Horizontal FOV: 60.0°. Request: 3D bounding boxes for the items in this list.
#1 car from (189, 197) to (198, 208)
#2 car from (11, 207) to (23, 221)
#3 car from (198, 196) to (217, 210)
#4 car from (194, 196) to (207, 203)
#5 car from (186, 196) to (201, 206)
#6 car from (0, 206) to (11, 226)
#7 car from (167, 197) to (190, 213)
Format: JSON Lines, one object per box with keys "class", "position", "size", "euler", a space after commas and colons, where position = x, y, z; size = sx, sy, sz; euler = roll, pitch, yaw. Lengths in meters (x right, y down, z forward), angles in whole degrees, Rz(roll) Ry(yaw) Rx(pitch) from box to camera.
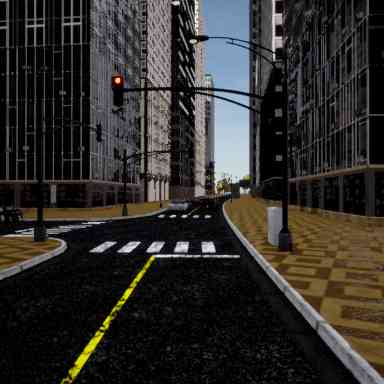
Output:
{"class": "car", "position": [-0.787, 1.452, 46.179], "size": [2.128, 1.511, 4.902], "euler": [0, 0, 5]}
{"class": "car", "position": [-16.497, 1.854, 28.020], "size": [4.403, 1.369, 2.008], "euler": [-1, 1, 10]}
{"class": "car", "position": [2.106, 1.469, 42.860], "size": [1.837, 1.490, 4.892], "euler": [0, 0, 5]}
{"class": "car", "position": [1.865, 1.461, 68.171], "size": [2.033, 1.411, 5.357], "euler": [0, 0, 8]}
{"class": "car", "position": [0.320, 1.489, 56.553], "size": [2.033, 1.411, 5.357], "euler": [0, 0, 7]}
{"class": "car", "position": [-14.893, 1.734, 21.873], "size": [4.892, 1.490, 1.837], "euler": [-1, 0, 10]}
{"class": "car", "position": [-1.597, 1.576, 36.867], "size": [1.895, 1.301, 4.718], "euler": [0, 0, 4]}
